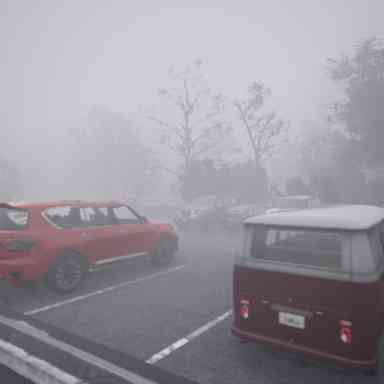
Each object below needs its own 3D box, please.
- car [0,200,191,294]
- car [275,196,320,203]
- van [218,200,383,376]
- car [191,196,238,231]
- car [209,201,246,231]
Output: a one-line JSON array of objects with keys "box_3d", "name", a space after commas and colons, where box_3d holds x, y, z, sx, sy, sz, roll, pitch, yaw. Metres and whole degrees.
[{"box_3d": [-2.696, 1.236, 9.186, 2.435, 2.045, 5.566, 0, 0, 35], "name": "car"}, {"box_3d": [5.671, 1.229, 18.238, 2.435, 2.045, 5.566, -1, 0, 35], "name": "car"}, {"box_3d": [2.420, 1.247, 5.695, 1.878, 1.987, 4.442, 0, 0, 35], "name": "van"}, {"box_3d": [1.192, 1.269, 21.365, 2.435, 2.045, 5.566, -1, 0, 35], "name": "car"}, {"box_3d": [3.395, 1.500, 19.854, 2.231, 1.521, 4.892, -1, 0, 35], "name": "car"}]
